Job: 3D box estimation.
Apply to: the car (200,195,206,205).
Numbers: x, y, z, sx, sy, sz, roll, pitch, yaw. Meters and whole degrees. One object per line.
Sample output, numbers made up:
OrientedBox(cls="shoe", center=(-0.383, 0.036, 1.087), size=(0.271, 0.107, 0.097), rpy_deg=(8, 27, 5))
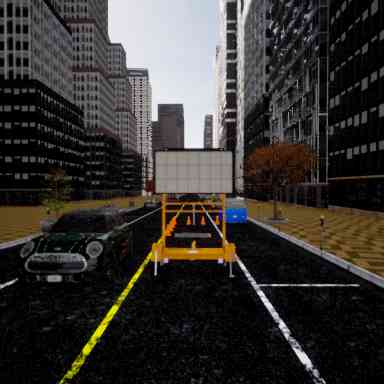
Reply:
OrientedBox(cls="car", center=(2.801, 1.536, 56.958), size=(1.752, 1.417, 4.829), rpy_deg=(-1, 0, 0))

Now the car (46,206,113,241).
OrientedBox(cls="car", center=(-5.664, 1.547, 17.431), size=(2.008, 1.369, 4.403), rpy_deg=(-1, 0, 0))

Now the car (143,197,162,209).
OrientedBox(cls="car", center=(-5.603, 1.555, 45.555), size=(2.008, 1.369, 4.403), rpy_deg=(-1, 0, 0))

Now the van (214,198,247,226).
OrientedBox(cls="van", center=(2.724, 1.338, 23.038), size=(1.690, 1.788, 3.998), rpy_deg=(-1, 0, 0))

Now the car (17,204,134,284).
OrientedBox(cls="car", center=(-3.079, 1.349, 9.700), size=(2.097, 1.767, 4.553), rpy_deg=(0, 0, 0))

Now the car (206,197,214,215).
OrientedBox(cls="car", center=(2.750, 1.440, 34.287), size=(1.967, 1.590, 4.097), rpy_deg=(-1, 0, 0))

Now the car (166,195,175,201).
OrientedBox(cls="car", center=(-5.518, 1.581, 84.930), size=(1.887, 1.381, 4.507), rpy_deg=(-1, 0, 0))

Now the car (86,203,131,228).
OrientedBox(cls="car", center=(-5.652, 1.548, 23.055), size=(2.008, 1.369, 4.403), rpy_deg=(-1, 0, 0))

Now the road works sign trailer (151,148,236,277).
OrientedBox(cls="road works sign trailer", center=(0.059, 0.461, 10.211), size=(2.380, 3.560, 2.880), rpy_deg=(0, 0, 1))

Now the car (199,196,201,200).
OrientedBox(cls="car", center=(2.826, 1.585, 68.037), size=(1.947, 1.339, 4.313), rpy_deg=(-1, 0, 0))

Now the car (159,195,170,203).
OrientedBox(cls="car", center=(-5.557, 1.459, 68.055), size=(1.967, 1.590, 4.097), rpy_deg=(-1, 0, 0))

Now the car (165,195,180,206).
OrientedBox(cls="car", center=(-2.883, 1.528, 53.507), size=(1.882, 1.535, 5.008), rpy_deg=(0, 0, 0))
